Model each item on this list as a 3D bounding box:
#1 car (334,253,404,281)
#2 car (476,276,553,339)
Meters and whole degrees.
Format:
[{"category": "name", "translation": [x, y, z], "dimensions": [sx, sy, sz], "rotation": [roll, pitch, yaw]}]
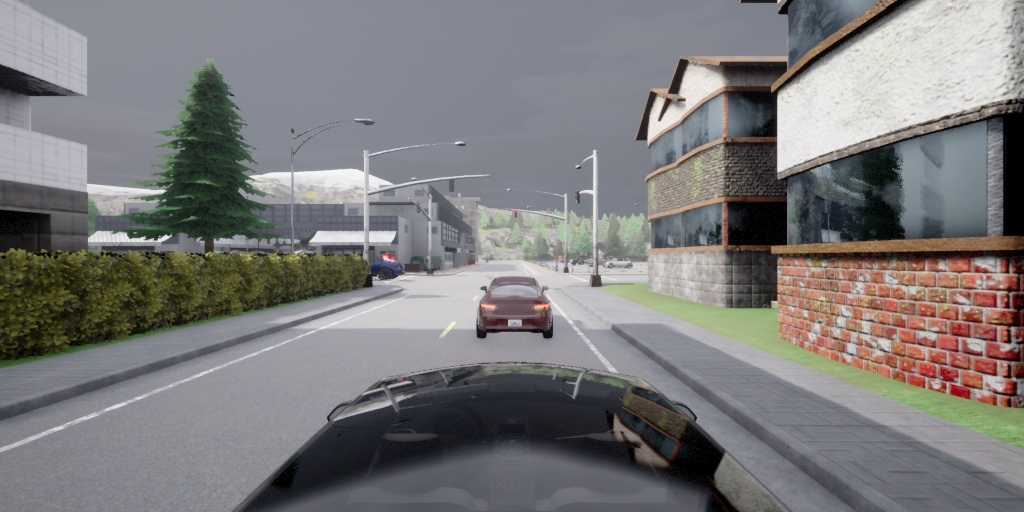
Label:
[{"category": "car", "translation": [-11.072, 0.797, 27.064], "dimensions": [5.566, 2.045, 2.150], "rotation": [0, 0, -3]}, {"category": "car", "translation": [0.071, 1.276, 10.003], "dimensions": [1.812, 1.442, 4.674], "rotation": [0, 0, 0]}]
